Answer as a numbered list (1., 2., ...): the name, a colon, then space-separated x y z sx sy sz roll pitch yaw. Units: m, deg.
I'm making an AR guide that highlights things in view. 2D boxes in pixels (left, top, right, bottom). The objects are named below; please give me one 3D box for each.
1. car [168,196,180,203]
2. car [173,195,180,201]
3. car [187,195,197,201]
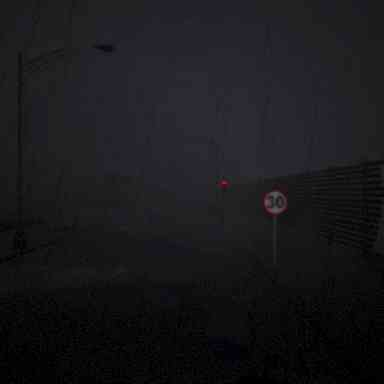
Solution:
1. car: -3.978 1.519 70.214 1.882 1.535 5.008 0 0 0
2. car: -3.973 1.558 85.856 1.812 1.442 4.674 0 0 0
3. car: 0.024 1.359 76.341 1.837 1.490 4.892 0 0 0
